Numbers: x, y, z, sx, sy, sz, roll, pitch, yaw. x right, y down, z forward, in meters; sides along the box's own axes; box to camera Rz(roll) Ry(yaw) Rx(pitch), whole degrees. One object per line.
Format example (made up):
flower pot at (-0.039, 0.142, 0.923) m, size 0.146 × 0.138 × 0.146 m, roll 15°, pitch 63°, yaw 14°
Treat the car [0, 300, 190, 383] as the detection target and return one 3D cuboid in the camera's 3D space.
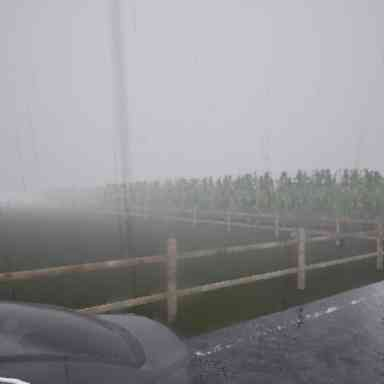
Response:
car at (-2.176, 1.502, 1.510) m, size 4.892 × 1.490 × 1.837 m, roll 1°, pitch 0°, yaw -35°
